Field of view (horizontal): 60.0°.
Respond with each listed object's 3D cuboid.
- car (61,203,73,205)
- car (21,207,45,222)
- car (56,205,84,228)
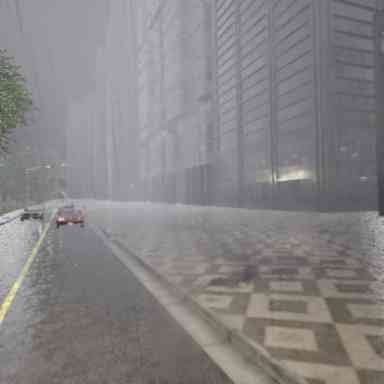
[{"bbox_3d":[-14.864,2.046,39.616,2.128,1.511,4.902,-1,-1,-21],"label":"car"},{"bbox_3d":[-15.120,2.086,31.760,1.895,1.301,4.718,-1,-1,-21],"label":"car"},{"bbox_3d":[-9.300,1.952,25.321,1.895,1.301,4.718,-1,-1,-21],"label":"car"}]
